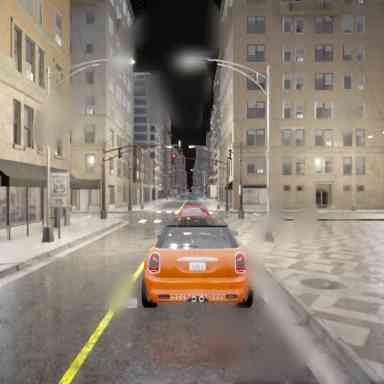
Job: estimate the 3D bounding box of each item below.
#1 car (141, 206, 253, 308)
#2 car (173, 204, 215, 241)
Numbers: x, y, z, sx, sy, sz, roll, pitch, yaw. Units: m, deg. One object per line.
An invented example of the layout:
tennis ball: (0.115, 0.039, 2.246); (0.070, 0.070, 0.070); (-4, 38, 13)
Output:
car: (0.094, 1.352, 8.091); (2.097, 1.767, 4.553); (0, 0, 0)
car: (0.094, 1.476, 17.691); (1.882, 1.535, 5.008); (0, 0, 0)
